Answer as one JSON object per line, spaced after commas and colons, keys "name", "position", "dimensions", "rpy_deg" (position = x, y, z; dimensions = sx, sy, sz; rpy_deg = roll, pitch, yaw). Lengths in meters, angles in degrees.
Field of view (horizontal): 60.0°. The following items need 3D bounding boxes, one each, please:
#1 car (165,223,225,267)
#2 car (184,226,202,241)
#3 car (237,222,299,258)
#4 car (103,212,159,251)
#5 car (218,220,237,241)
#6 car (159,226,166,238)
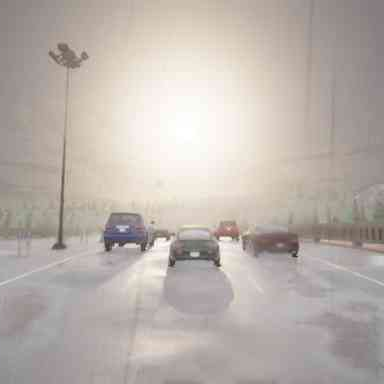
{"name": "car", "position": [0.095, 2.064, 13.391], "dimensions": [1.812, 1.442, 4.674], "rpy_deg": [0, -4, 0]}
{"name": "car", "position": [0.085, 4.480, 36.199], "dimensions": [1.837, 1.490, 4.892], "rpy_deg": [0, -7, 0]}
{"name": "car", "position": [3.594, 2.209, 16.009], "dimensions": [1.882, 1.535, 5.008], "rpy_deg": [0, -5, 0]}
{"name": "car", "position": [-3.407, 2.200, 18.933], "dimensions": [2.150, 2.045, 5.566], "rpy_deg": [0, -5, 0]}
{"name": "car", "position": [3.586, 4.048, 34.993], "dimensions": [2.150, 2.045, 5.566], "rpy_deg": [0, -7, 0]}
{"name": "car", "position": [-3.415, 4.597, 37.377], "dimensions": [1.882, 1.535, 5.008], "rpy_deg": [0, -7, 0]}
